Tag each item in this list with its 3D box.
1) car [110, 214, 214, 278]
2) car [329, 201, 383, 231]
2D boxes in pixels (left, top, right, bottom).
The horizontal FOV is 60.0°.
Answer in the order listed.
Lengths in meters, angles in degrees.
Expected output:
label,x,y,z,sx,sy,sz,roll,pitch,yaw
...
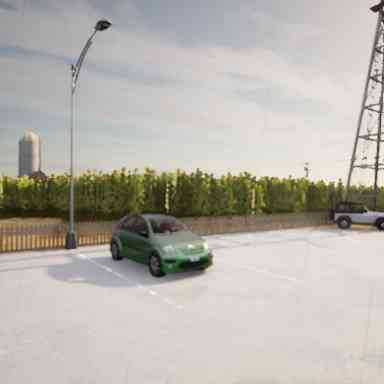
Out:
label,x,y,z,sx,sy,sz,roll,pitch,yaw
car,-1.087,1.531,10.517,1.851,1.617,3.988,1,0,-36
car,11.259,1.561,22.219,3.866,1.878,1.905,0,0,23
